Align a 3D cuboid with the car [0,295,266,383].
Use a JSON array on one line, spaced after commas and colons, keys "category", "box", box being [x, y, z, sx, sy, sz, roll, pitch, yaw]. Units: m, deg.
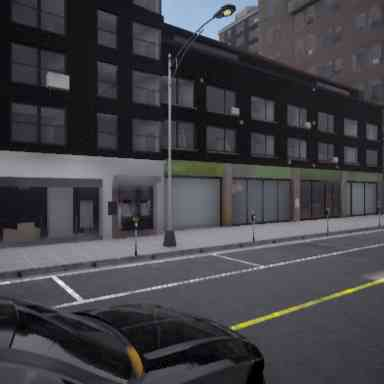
[{"category": "car", "box": [-1.632, 1.471, 2.116, 5.008, 1.535, 1.882, 0, 0, -36]}]
